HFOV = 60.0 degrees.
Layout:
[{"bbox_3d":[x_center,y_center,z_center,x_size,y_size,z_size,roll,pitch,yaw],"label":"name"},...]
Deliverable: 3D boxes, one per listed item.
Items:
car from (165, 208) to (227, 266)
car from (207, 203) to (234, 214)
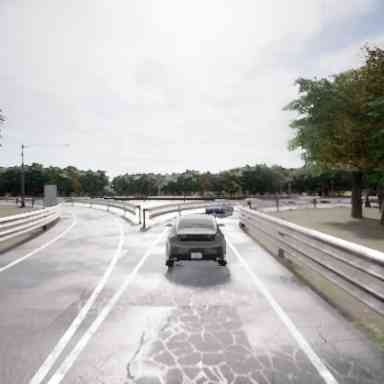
[{"bbox_3d":[0.125,1.535,11.711,1.837,1.490,4.892,0,0,0],"label":"car"},{"bbox_3d":[2.923,1.727,33.839,1.895,1.301,4.718,-1,-1,21],"label":"car"}]
